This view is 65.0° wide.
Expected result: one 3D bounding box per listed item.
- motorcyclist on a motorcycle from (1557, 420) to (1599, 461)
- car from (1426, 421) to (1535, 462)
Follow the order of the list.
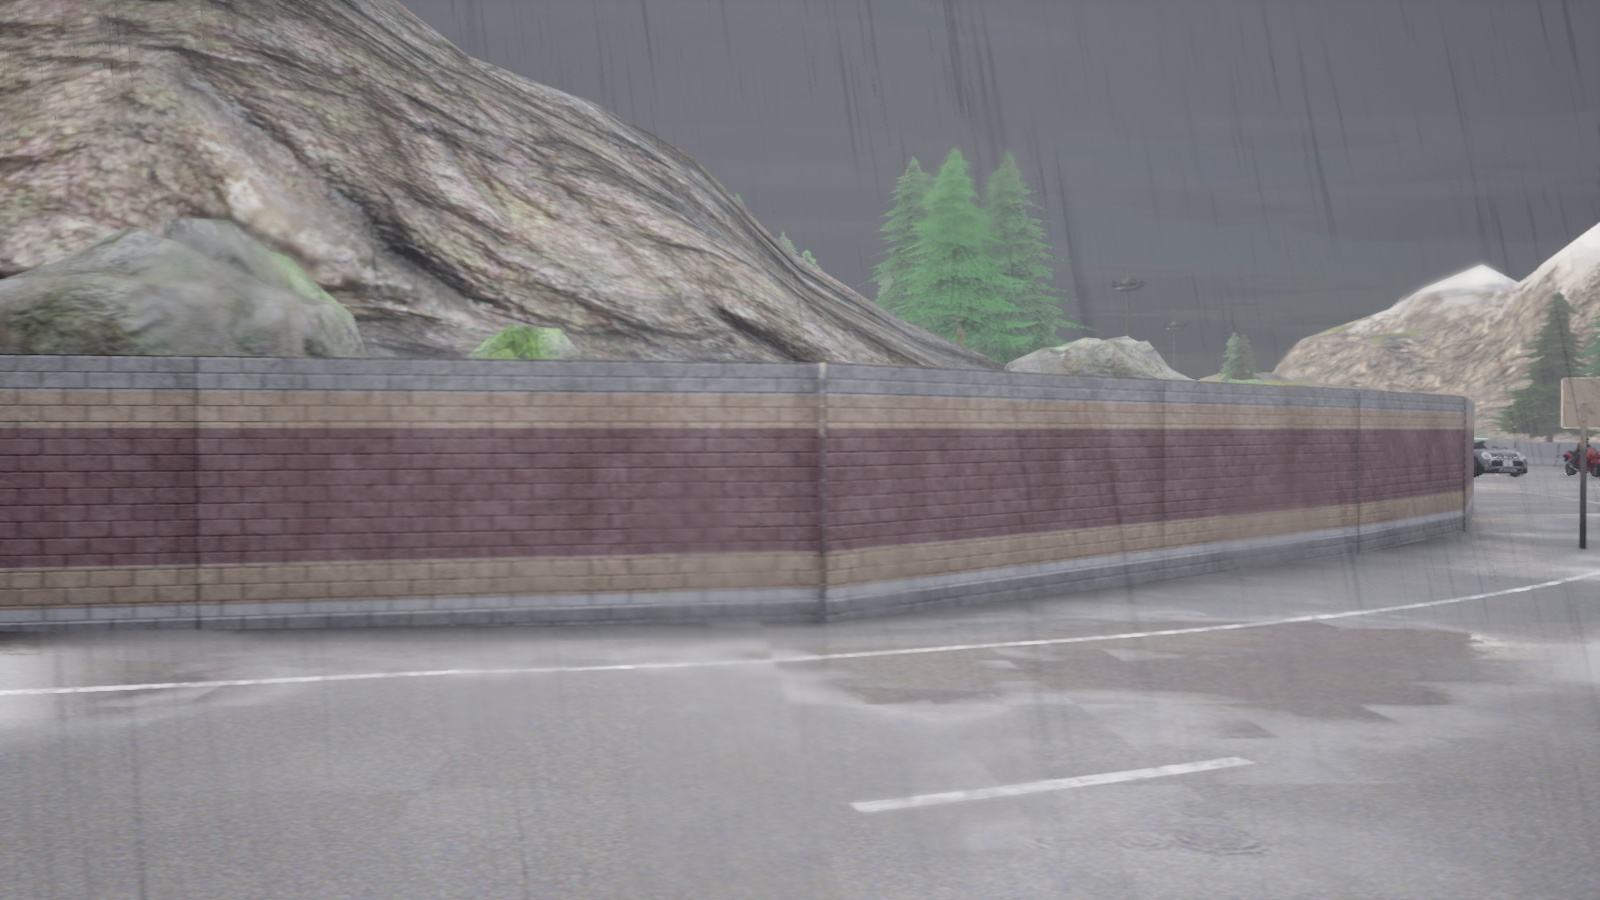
[{"bbox_3d":[29.765,-0.373,47.617,0.797,1.523,2.044,-1,1,-4],"label":"motorcyclist on a motorcycle"},{"bbox_3d":[26.202,-0.326,48.479,1.970,1.475,3.806,-1,1,-4],"label":"car"}]
